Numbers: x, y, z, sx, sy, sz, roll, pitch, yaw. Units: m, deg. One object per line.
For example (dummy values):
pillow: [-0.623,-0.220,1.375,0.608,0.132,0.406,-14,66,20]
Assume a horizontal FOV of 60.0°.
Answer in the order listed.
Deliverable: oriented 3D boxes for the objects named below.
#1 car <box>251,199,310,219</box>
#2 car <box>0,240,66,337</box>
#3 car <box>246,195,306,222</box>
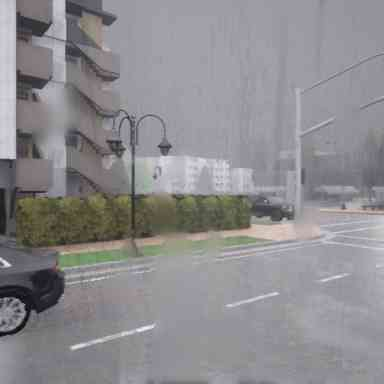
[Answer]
car: [7.903,1.478,30.162,1.882,1.535,5.008,0,0,-38]
car: [-4.521,1.504,5.062,4.892,1.490,1.837,0,0,-36]
car: [6.025,1.223,26.833,2.150,2.045,5.566,0,0,-38]
